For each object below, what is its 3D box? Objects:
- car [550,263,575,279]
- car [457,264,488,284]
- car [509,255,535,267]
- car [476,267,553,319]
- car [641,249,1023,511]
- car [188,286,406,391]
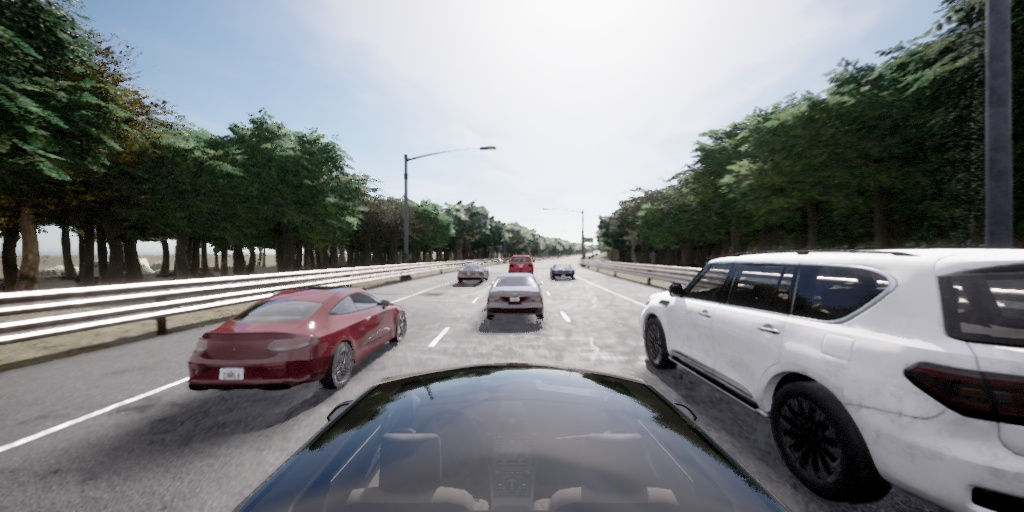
[{"bbox_3d":[4.370,1.309,31.725,1.895,1.301,4.718,0,0,3],"label":"car"},{"bbox_3d":[-2.876,1.288,27.306,2.033,1.411,5.357,0,0,3],"label":"car"},{"bbox_3d":[0.896,0.941,32.267,2.150,2.045,5.566,0,0,3],"label":"car"},{"bbox_3d":[0.129,1.294,12.828,2.033,1.411,5.357,0,0,1],"label":"car"},{"bbox_3d":[3.543,0.959,4.546,2.150,2.045,5.566,0,0,0],"label":"car"},{"bbox_3d":[-3.451,1.288,6.720,1.812,1.442,4.674,0,0,0],"label":"car"}]
